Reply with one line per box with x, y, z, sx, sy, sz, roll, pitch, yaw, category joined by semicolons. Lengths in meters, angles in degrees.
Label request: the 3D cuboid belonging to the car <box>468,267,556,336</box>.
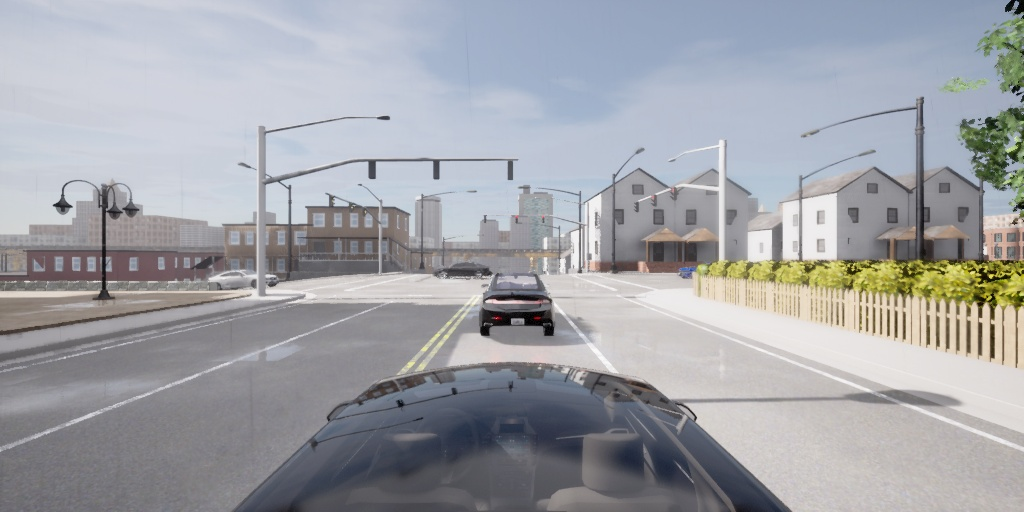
0.118;1.242;10.372;2.128;1.511;4.902;0;0;0;car

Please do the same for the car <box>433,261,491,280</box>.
-4.169;1.189;30.151;4.892;1.490;1.837;0;0;-1;car

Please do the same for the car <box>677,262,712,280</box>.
16.669;1.228;30.409;5.008;1.535;1.882;-1;0;-1;car

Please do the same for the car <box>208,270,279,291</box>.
-19.659;1.742;26.244;4.674;1.442;1.812;-4;0;1;car
